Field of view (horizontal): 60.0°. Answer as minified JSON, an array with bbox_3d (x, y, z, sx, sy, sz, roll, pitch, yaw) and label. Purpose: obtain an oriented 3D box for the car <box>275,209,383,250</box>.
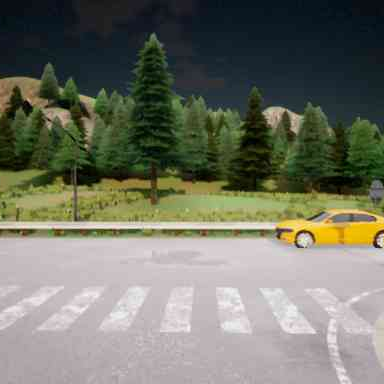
[{"bbox_3d":[6.022,1.469,13.819,5.008,1.535,1.882,0,0,1],"label":"car"}]
